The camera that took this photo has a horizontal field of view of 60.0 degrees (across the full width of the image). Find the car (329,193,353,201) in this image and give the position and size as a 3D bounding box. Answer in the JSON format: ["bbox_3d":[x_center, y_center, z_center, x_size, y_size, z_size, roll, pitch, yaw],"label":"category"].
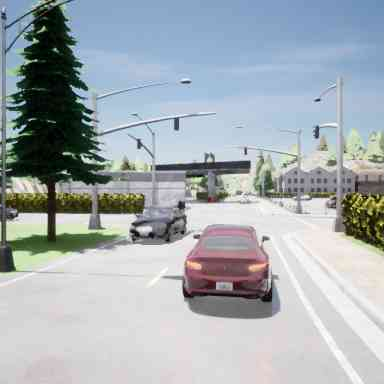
[{"bbox_3d":[33.283,1.095,74.555,4.605,1.855,1.932,0,0,9],"label":"car"}]

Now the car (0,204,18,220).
[{"bbox_3d":[-16.208,1.491,26.272,4.902,1.511,2.128,0,0,9],"label":"car"}]

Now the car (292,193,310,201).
[{"bbox_3d":[24.904,1.359,75.861,3.806,1.475,1.970,0,0,9],"label":"car"}]

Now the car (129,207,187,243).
[{"bbox_3d":[-1.524,1.491,16.402,2.128,1.511,4.902,0,0,12],"label":"car"}]

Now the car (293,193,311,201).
[{"bbox_3d":[26.034,1.075,79.047,3.866,1.878,1.905,0,0,9],"label":"car"}]

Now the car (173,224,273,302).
[{"bbox_3d":[0.940,1.525,8.241,1.812,1.442,4.674,0,0,9],"label":"car"}]

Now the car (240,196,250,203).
[{"bbox_3d":[10.613,1.524,66.651,1.812,1.442,4.674,0,0,9],"label":"car"}]

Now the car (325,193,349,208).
[{"bbox_3d":[19.529,1.329,42.028,5.027,1.636,2.152,0,0,9],"label":"car"}]

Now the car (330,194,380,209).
[{"bbox_3d":[19.084,1.338,38.922,4.514,1.523,2.007,0,0,9],"label":"car"}]
